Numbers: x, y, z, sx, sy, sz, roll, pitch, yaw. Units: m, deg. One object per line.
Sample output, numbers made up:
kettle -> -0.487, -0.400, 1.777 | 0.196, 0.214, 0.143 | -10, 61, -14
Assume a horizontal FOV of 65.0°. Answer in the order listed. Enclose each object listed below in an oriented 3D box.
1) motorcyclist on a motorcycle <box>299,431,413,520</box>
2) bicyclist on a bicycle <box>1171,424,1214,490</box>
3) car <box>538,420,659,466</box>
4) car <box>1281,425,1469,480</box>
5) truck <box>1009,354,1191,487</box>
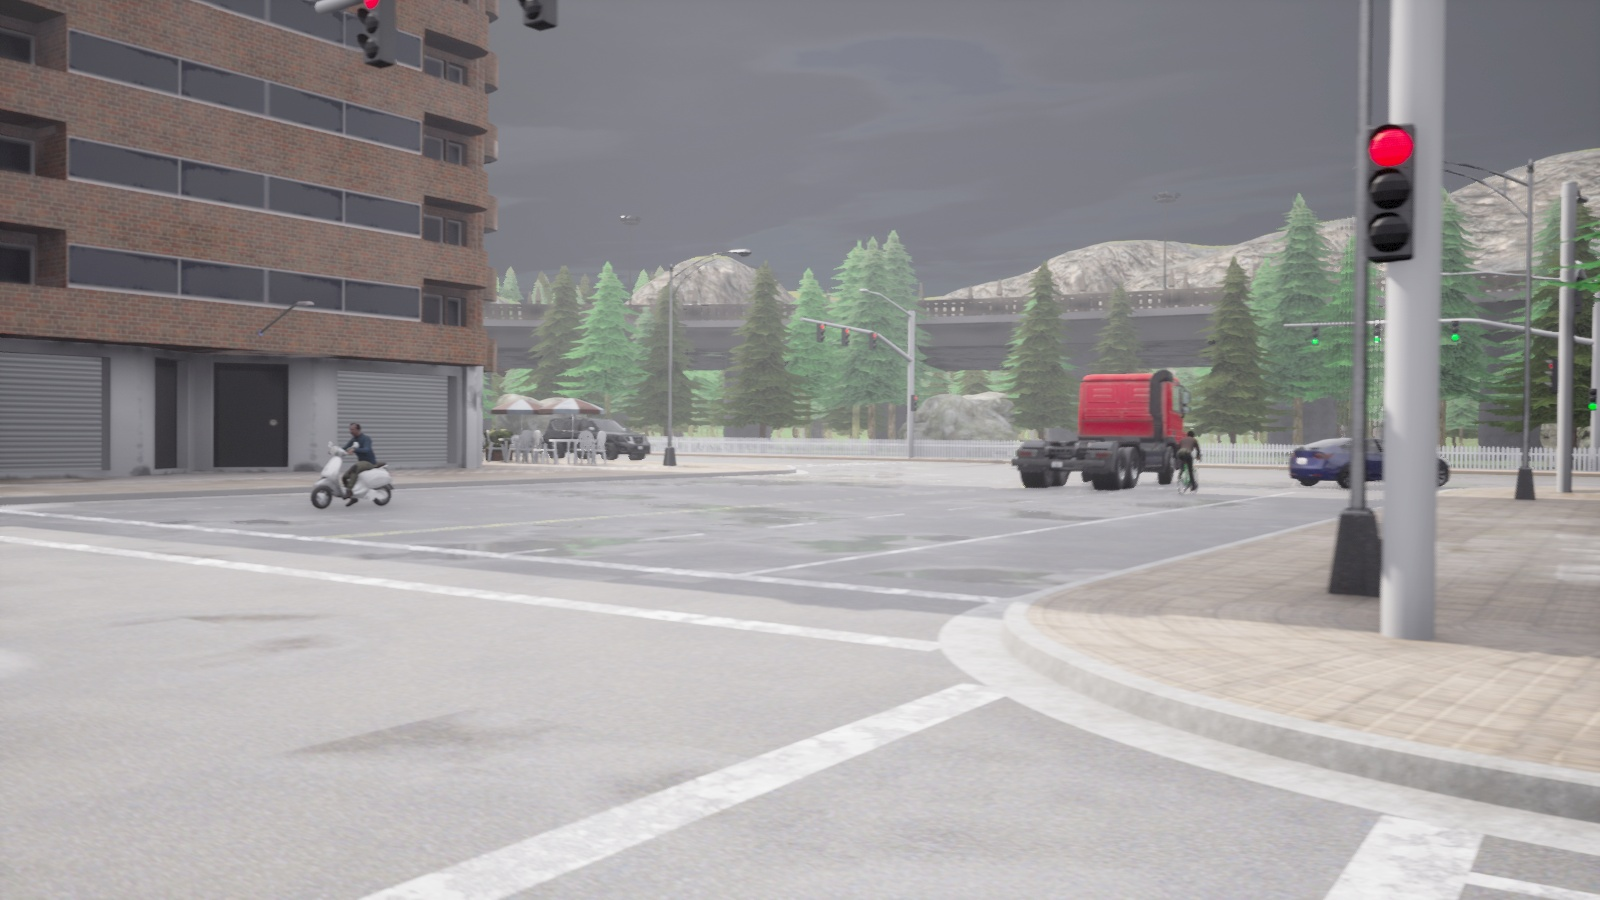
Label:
motorcyclist on a motorcycle -> -8.251, 0.438, 23.414 | 0.866, 1.590, 1.817 | 0, 1, 34
bicyclist on a bicycle -> 9.873, 0.163, 31.557 | 0.582, 1.620, 1.656 | 0, 1, 34
car -> -9.420, -0.320, 58.371 | 5.566, 2.045, 2.150 | 0, 1, 34
car -> 16.980, 0.055, 37.170 | 4.792, 1.488, 2.163 | -1, 1, -16
truck -> 8.974, -0.837, 36.771 | 2.891, 3.462, 7.936 | 0, 1, 31
